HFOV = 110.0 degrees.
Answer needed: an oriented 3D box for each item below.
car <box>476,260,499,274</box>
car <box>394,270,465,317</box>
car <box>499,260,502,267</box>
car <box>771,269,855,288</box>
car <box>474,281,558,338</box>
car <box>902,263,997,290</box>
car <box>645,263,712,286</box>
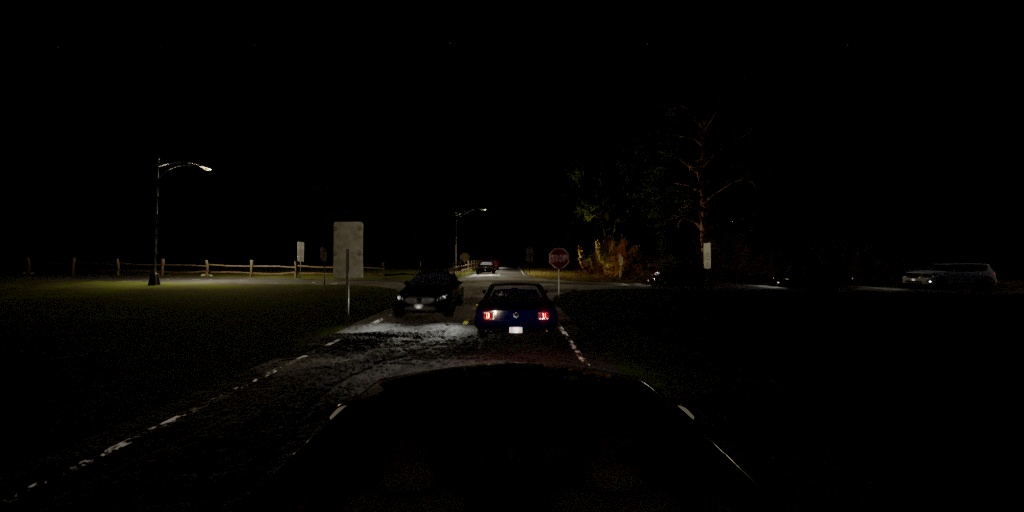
[{"bbox_3d":[-2.923,1.344,41.154,1.994,1.385,4.181,0,0,0],"label":"car"},{"bbox_3d":[-2.860,1.281,13.277,1.812,1.442,4.674,0,0,0],"label":"car"},{"bbox_3d":[-2.933,1.275,52.793,1.882,1.535,5.008,0,0,0],"label":"car"},{"bbox_3d":[23.267,1.702,27.774,5.357,1.411,2.033,1,-1,0],"label":"car"},{"bbox_3d":[0.088,1.354,10.166,1.895,1.301,4.718,0,0,0],"label":"car"},{"bbox_3d":[33.925,1.536,27.865,5.566,2.045,2.150,1,-1,0],"label":"car"},{"bbox_3d":[12.794,1.351,27.743,4.553,1.767,2.097,1,-1,1],"label":"car"}]
